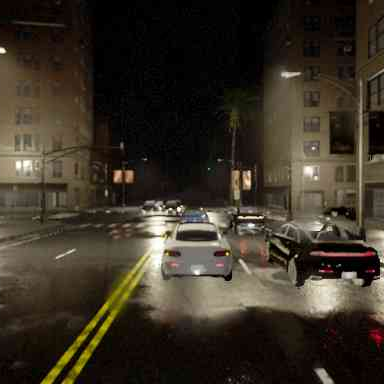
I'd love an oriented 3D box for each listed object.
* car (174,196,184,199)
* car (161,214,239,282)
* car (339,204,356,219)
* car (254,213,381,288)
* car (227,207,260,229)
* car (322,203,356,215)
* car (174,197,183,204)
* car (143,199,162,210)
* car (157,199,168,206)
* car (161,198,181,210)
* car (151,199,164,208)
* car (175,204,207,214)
[{"bbox_3d":[-2.983,1.869,72.003,2.150,2.045,5.566,0,0,0],"label":"car"},{"bbox_3d":[0.138,1.617,9.984,1.812,1.442,4.674,0,0,0],"label":"car"},{"bbox_3d":[16.325,2.046,30.496,4.313,1.339,1.947,0,0,1],"label":"car"},{"bbox_3d":[3.371,1.580,9.525,2.128,1.511,4.902,0,0,0],"label":"car"},{"bbox_3d":[3.372,1.685,21.151,2.128,1.511,4.902,0,0,1],"label":"car"},{"bbox_3d":[16.867,1.931,36.443,5.008,1.535,1.882,0,0,1],"label":"car"},{"bbox_3d":[-3.072,2.155,61.224,1.895,1.301,4.718,0,0,0],"label":"car"},{"bbox_3d":[-6.404,2.016,51.647,2.033,1.411,5.357,0,-1,0],"label":"car"},{"bbox_3d":[-6.237,2.188,70.970,1.994,1.385,4.181,0,0,0],"label":"car"},{"bbox_3d":[-3.154,2.016,51.634,2.033,1.411,5.357,0,-1,0],"label":"car"},{"bbox_3d":[-6.333,2.078,61.059,1.812,1.442,4.674,0,0,1],"label":"car"},{"bbox_3d":[0.179,1.741,21.288,2.033,1.411,5.357,0,0,0],"label":"car"}]
